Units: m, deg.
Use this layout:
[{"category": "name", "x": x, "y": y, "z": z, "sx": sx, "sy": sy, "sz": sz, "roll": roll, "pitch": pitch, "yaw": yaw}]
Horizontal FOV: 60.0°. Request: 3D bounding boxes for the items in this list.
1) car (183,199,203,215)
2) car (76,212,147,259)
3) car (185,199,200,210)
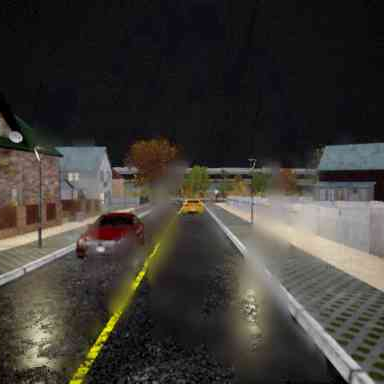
[{"category": "car", "x": 0.121, "y": 1.469, "z": 33.671, "sx": 1.882, "sy": 1.535, "sz": 5.008, "roll": 0, "pitch": 0, "yaw": 0}, {"category": "car", "x": -2.842, "y": 1.519, "z": 12.623, "sx": 1.812, "sy": 1.442, "sz": 4.674, "roll": 0, "pitch": 0, "yaw": 0}, {"category": "car", "x": 0.126, "y": 1.600, "z": 44.216, "sx": 1.895, "sy": 1.301, "sz": 4.718, "roll": 0, "pitch": 0, "yaw": 1}]
